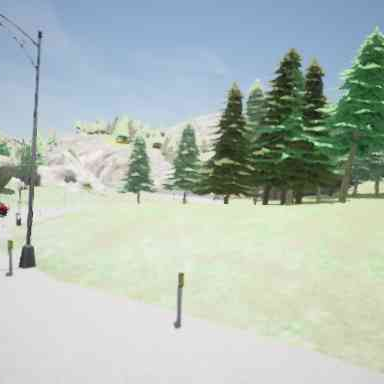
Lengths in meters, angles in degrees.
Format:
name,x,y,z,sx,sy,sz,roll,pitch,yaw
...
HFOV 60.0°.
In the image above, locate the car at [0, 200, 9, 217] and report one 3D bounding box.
name,x,y,z,sx,sy,sz,roll,pitch,yaw
car,-22.074,1.734,36.500,2.150,2.045,5.566,4,-2,-9
